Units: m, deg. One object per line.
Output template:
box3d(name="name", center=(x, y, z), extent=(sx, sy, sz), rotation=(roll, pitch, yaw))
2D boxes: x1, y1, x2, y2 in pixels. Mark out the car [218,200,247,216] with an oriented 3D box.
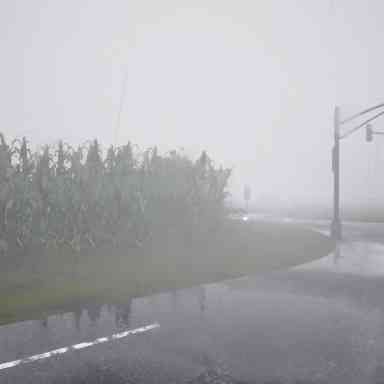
box3d(name="car", center=(3.081, 1.501, 31.919), extent=(2.033, 1.411, 5.357), rotation=(1, 0, -26))
